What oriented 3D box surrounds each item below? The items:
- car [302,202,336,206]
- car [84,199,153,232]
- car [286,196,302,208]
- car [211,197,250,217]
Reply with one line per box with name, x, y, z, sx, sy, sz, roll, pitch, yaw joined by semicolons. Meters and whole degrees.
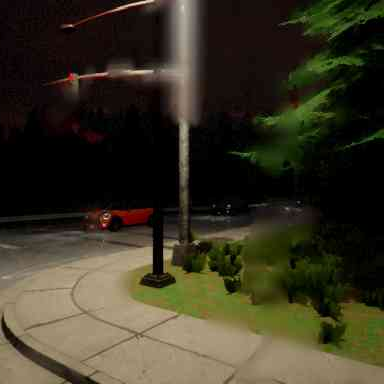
car;16.413;1.194;42.900;2.150;2.045;5.566;0;0;36
car;-4.223;1.324;20.087;2.097;1.767;4.553;0;0;35
car;15.011;1.321;47.096;2.097;1.767;4.553;0;0;37
car;3.676;1.324;31.495;2.097;1.767;4.553;0;0;34
